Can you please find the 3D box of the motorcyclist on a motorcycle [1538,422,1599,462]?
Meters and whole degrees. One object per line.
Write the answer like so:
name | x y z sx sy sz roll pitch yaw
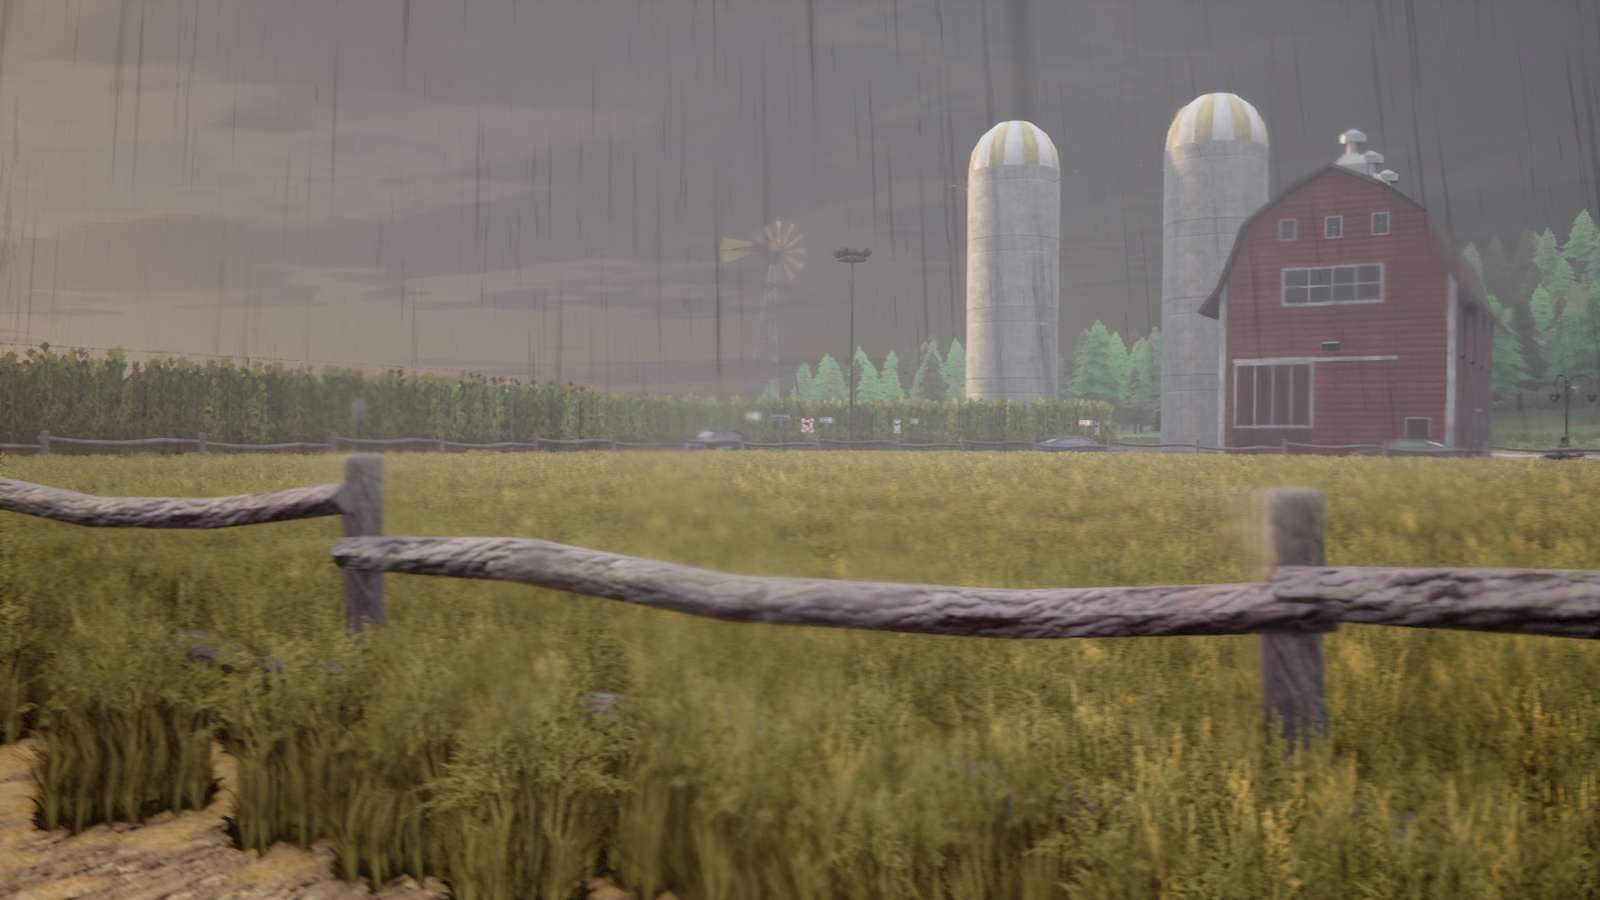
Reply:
motorcyclist on a motorcycle | 32.080 -0.324 52.228 2.350 1.649 0.766 0 1 30

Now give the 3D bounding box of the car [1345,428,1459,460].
car | 28.080 -0.300 58.583 4.674 1.442 1.812 0 1 30

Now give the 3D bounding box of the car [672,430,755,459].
car | -5.278 -0.346 77.151 4.856 1.649 2.033 -1 1 -44

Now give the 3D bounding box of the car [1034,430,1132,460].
car | 14.079 -0.225 62.416 4.674 1.442 1.812 0 1 15
